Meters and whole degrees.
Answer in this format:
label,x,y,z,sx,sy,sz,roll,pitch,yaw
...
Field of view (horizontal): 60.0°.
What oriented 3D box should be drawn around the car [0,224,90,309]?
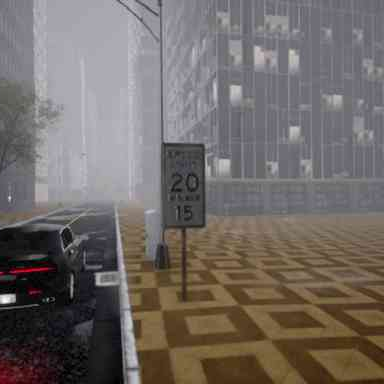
label,x,y,z,sx,sy,sz,roll,pitch,yaw
car,-3.608,1.504,7.811,1.837,1.490,4.892,-1,0,-13
